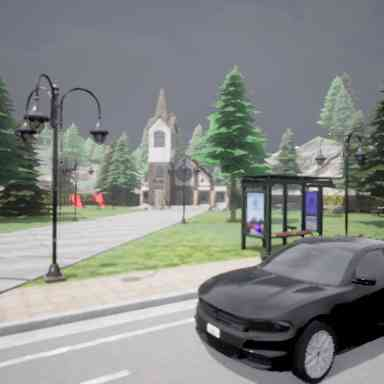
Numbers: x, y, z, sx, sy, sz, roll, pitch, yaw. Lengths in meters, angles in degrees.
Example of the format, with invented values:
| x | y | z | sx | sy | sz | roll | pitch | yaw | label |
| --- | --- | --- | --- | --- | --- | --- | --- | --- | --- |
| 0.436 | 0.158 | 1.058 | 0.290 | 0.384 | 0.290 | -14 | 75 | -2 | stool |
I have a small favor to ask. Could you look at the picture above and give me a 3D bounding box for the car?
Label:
| x | y | z | sx | sy | sz | roll | pitch | yaw | label |
| --- | --- | --- | --- | --- | --- | --- | --- | --- | --- |
| 2.382 | 1.515 | 5.602 | 5.008 | 1.535 | 1.882 | 0 | 0 | -33 | car |
